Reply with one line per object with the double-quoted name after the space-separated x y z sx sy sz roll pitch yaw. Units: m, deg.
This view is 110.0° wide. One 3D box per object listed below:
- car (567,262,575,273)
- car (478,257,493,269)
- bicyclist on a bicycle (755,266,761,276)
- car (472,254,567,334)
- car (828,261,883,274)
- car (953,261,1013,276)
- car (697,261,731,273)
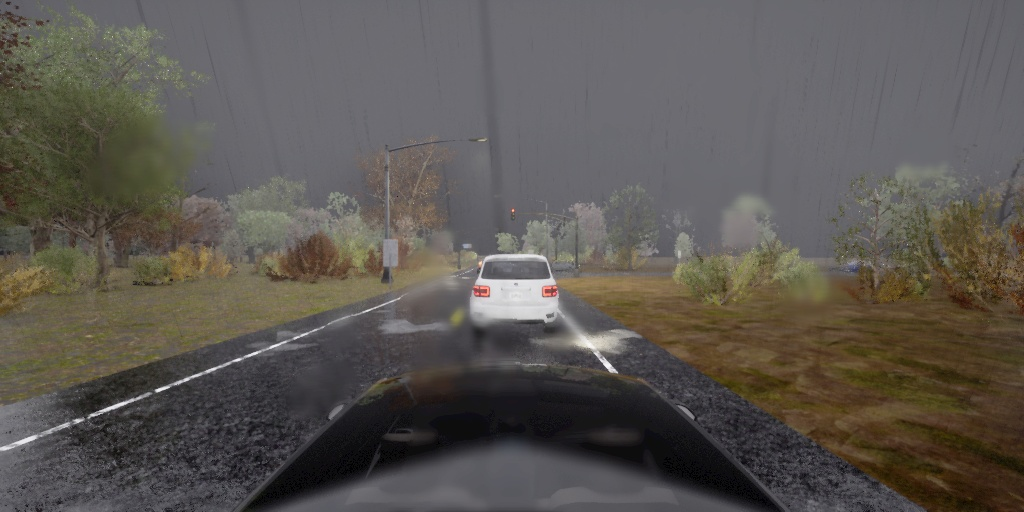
5.930 1.317 43.584 4.181 1.385 1.994 0 0 24 "car"
-4.220 1.104 57.571 2.097 1.767 4.553 0 0 -2 "car"
24.009 1.223 35.244 0.582 1.620 1.656 0 0 1 "bicyclist on a bicycle"
0.086 0.971 10.753 2.150 2.045 5.566 0 0 0 "car"
39.165 1.254 40.951 5.008 1.535 1.882 0 0 4 "car"
49.064 1.279 37.129 4.902 1.511 2.128 0 0 5 "car"
23.000 1.291 41.572 4.674 1.442 1.812 0 0 1 "car"
